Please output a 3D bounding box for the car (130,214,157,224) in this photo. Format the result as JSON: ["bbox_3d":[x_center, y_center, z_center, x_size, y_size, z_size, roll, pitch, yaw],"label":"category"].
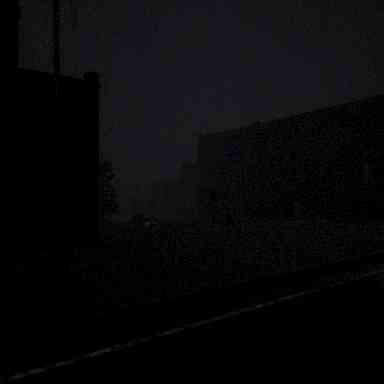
[{"bbox_3d":[-6.930,3.785,46.964,2.033,1.411,5.357,0,-5,-36],"label":"car"}]
